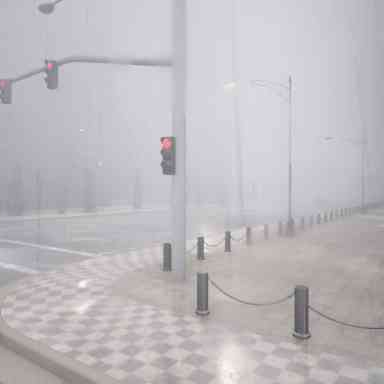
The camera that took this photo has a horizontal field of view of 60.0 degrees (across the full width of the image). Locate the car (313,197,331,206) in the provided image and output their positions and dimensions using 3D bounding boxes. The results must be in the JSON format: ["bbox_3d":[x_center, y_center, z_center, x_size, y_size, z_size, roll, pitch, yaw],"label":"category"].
[{"bbox_3d":[21.400,1.509,54.572,1.994,1.385,4.181,0,0,35],"label":"car"}]
